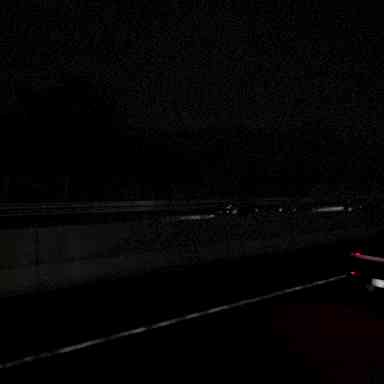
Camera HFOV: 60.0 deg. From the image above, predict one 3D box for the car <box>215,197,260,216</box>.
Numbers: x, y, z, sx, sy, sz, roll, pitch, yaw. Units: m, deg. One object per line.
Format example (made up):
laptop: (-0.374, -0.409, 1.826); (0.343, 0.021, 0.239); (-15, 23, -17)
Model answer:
car: (4.371, 1.316, 31.761); (4.553, 1.767, 2.097); (0, 0, -38)

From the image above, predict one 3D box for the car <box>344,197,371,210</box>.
car: (16.961, 1.374, 32.814); (4.902, 1.511, 2.128); (-1, 0, -35)

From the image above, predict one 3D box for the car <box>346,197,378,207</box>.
car: (23.383, 1.339, 45.717); (4.718, 1.301, 1.895); (-1, 0, -34)

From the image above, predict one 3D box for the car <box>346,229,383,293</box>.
car: (5.489, 1.489, 7.598); (4.902, 1.511, 2.128); (0, 0, -35)

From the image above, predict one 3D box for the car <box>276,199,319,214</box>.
car: (10.257, 1.422, 32.332); (4.902, 1.511, 2.128); (-1, 0, -34)

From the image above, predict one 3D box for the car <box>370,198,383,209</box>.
car: (18.263, 1.366, 29.461); (5.008, 1.535, 1.882); (-1, 0, -35)
